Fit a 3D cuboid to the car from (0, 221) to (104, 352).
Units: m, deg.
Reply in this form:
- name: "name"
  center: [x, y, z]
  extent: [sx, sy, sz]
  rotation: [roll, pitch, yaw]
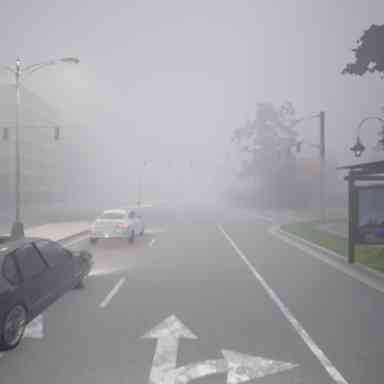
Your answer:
- name: "car"
  center: [-3.398, 1.537, 6.070]
  extent: [2.033, 1.411, 5.357]
  rotation: [0, 0, 0]

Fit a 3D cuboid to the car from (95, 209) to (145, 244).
- name: "car"
  center: [-3.400, 1.504, 15.594]
  extent: [1.812, 1.442, 4.674]
  rotation: [0, 0, 0]
